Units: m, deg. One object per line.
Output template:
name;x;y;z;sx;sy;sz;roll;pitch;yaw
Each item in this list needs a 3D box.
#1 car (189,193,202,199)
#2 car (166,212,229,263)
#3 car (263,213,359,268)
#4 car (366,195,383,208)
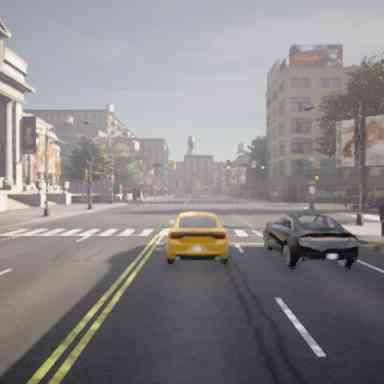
car;0.971;1.224;94.165;1.994;1.385;4.181;0;0;1
car;0.186;1.436;11.805;1.882;1.535;5.008;0;0;1
car;3.676;1.453;11.072;2.128;1.511;4.902;0;0;1
car;25.845;1.202;44.398;4.553;1.767;2.097;0;0;1
